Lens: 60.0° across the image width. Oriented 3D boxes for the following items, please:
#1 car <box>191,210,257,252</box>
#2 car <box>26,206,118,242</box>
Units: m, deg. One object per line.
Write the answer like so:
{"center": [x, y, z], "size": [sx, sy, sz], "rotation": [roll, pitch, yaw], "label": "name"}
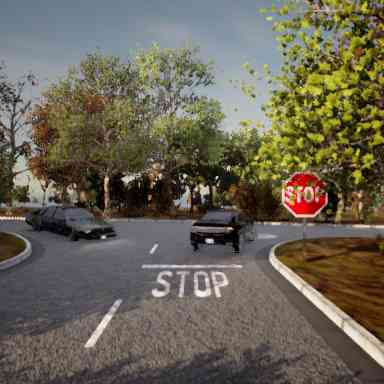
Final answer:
{"center": [1.437, 1.480, 13.883], "size": [2.128, 1.511, 4.902], "rotation": [0, 0, 20], "label": "car"}
{"center": [-6.017, 1.413, 16.297], "size": [5.357, 1.411, 2.033], "rotation": [5, 2, 36], "label": "car"}
